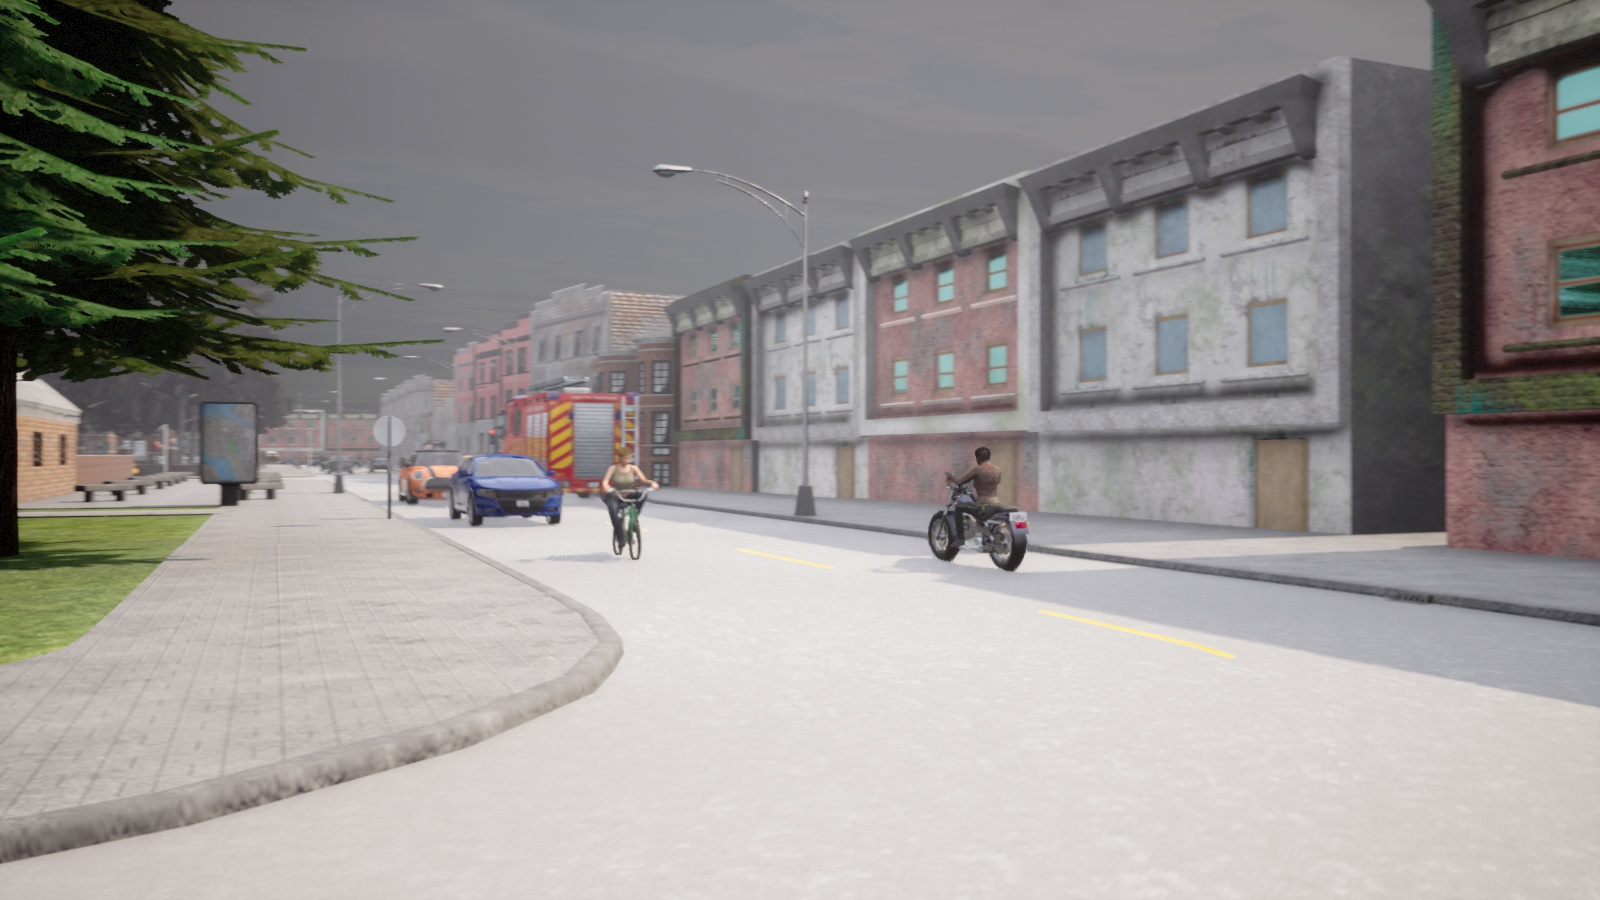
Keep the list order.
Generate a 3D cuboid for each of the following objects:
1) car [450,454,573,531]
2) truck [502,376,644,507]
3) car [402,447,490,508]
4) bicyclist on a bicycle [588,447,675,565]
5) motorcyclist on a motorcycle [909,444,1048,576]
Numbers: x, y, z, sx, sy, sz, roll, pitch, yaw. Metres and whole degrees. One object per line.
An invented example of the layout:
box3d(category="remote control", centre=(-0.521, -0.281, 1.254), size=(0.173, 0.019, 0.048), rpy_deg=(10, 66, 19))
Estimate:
box3d(category="car", centre=(-6.506, 0.864, 27.903), size=(1.882, 1.535, 5.008), rpy_deg=(0, 0, -22))
box3d(category="truck", centre=(-7.638, -0.217, 41.206), size=(2.891, 3.827, 8.468), rpy_deg=(0, 0, -22))
box3d(category="car", centre=(-11.060, 0.809, 39.013), size=(2.097, 1.767, 4.553), rpy_deg=(0, 0, -22))
box3d(category="bicyclist on a bicycle", centre=(-2.425, 0.766, 17.949), size=(0.866, 1.612, 1.509), rpy_deg=(0, 0, -22))
box3d(category="motorcyclist on a motorcycle", centre=(2.351, 0.757, 16.878), size=(0.766, 1.649, 2.350), rpy_deg=(0, 0, -22))
